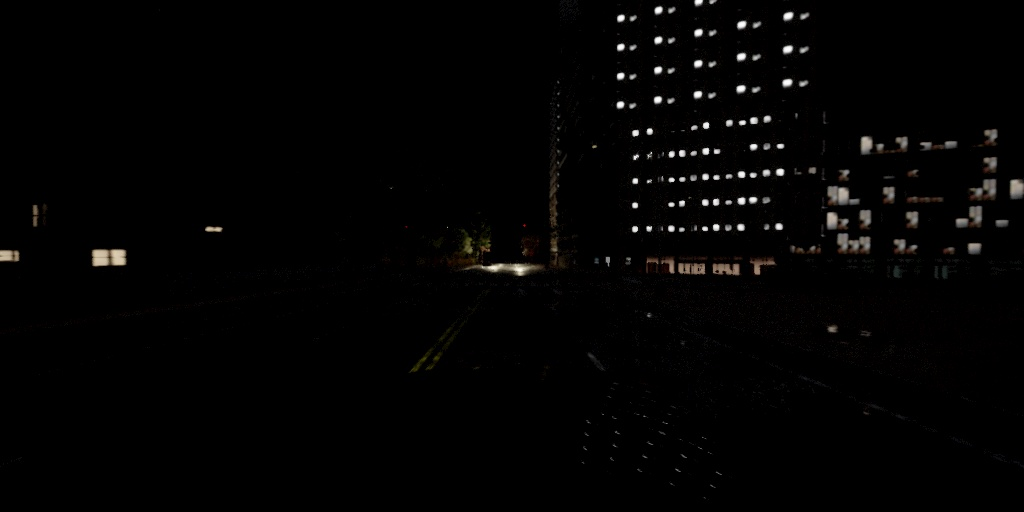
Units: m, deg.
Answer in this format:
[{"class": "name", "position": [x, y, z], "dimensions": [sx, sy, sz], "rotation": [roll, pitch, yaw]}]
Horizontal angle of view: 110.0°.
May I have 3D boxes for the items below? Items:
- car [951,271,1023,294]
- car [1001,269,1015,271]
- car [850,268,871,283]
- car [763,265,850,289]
[{"class": "car", "position": [33.662, 1.918, 24.717], "dimensions": [4.507, 1.381, 1.888], "rotation": [0, 0, 20]}, {"class": "car", "position": [41.537, 1.785, 30.224], "dimensions": [4.829, 1.417, 1.751], "rotation": [0, 0, 20]}, {"class": "car", "position": [31.051, 1.755, 34.066], "dimensions": [4.403, 1.370, 2.007], "rotation": [0, 0, 20]}, {"class": "car", "position": [23.017, 1.632, 28.617], "dimensions": [5.009, 1.841, 2.192], "rotation": [0, 0, 20]}]
